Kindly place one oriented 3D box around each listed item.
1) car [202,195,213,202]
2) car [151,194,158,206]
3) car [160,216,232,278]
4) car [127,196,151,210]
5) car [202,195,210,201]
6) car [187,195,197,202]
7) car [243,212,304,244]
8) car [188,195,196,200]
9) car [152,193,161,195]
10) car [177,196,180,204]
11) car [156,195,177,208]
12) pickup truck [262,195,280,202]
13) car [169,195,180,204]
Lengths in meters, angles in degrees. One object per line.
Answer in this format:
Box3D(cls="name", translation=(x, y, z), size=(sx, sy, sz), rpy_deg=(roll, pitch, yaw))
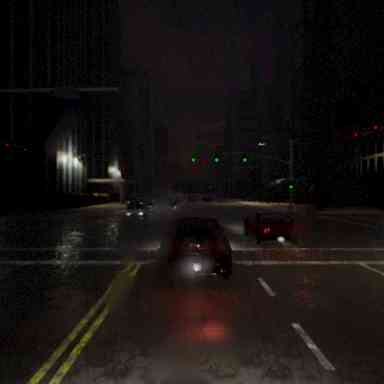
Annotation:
Box3D(cls="car", translation=(3.533, 1.493, 73.727), size=(1.882, 1.535, 5.008), rpy_deg=(0, 0, 0))
Box3D(cls="car", translation=(-7.047, 1.515, 53.481), size=(1.837, 1.490, 4.892), rpy_deg=(0, 0, 0))
Box3D(cls="car", translation=(0.097, 1.507, 10.122), size=(1.837, 1.490, 4.892), rpy_deg=(0, 0, 0))
Box3D(cls="car", translation=(-7.070, 1.360, 43.328), size=(2.097, 1.767, 4.553), rpy_deg=(0, 0, 0))
Box3D(cls="car", translation=(3.537, 1.569, 83.889), size=(1.994, 1.385, 4.181), rpy_deg=(0, 0, 0))
Box3D(cls="car", translation=(0.032, 1.502, 73.401), size=(1.837, 1.490, 4.892), rpy_deg=(0, 0, 0))
Box3D(cls="car", translation=(3.605, 1.604, 15.654), size=(1.895, 1.301, 4.718), rpy_deg=(0, 0, 0))
Box3D(cls="car", translation=(0.037, 1.393, 83.786), size=(1.994, 1.385, 4.181), rpy_deg=(0, 0, 0))
Box3D(cls="car", translation=(-6.972, 1.234, 63.889), size=(2.150, 2.045, 5.566), rpy_deg=(0, 0, 0))
Box3D(cls="car", translation=(-3.527, 1.612, 56.601), size=(1.895, 1.301, 4.718), rpy_deg=(0, 0, 0))
Box3D(cls="car", translation=(-3.559, 1.573, 47.311), size=(1.994, 1.385, 4.181), rpy_deg=(0, 0, 0))
Box3D(cls="pickup truck", translation=(16.652, 1.073, 69.226), size=(2.390, 2.098, 6.274), rpy_deg=(0, 0, 31))
Box3D(cls="car", translation=(-3.471, 1.491, 66.722), size=(1.882, 1.535, 5.008), rpy_deg=(0, 0, 0))
